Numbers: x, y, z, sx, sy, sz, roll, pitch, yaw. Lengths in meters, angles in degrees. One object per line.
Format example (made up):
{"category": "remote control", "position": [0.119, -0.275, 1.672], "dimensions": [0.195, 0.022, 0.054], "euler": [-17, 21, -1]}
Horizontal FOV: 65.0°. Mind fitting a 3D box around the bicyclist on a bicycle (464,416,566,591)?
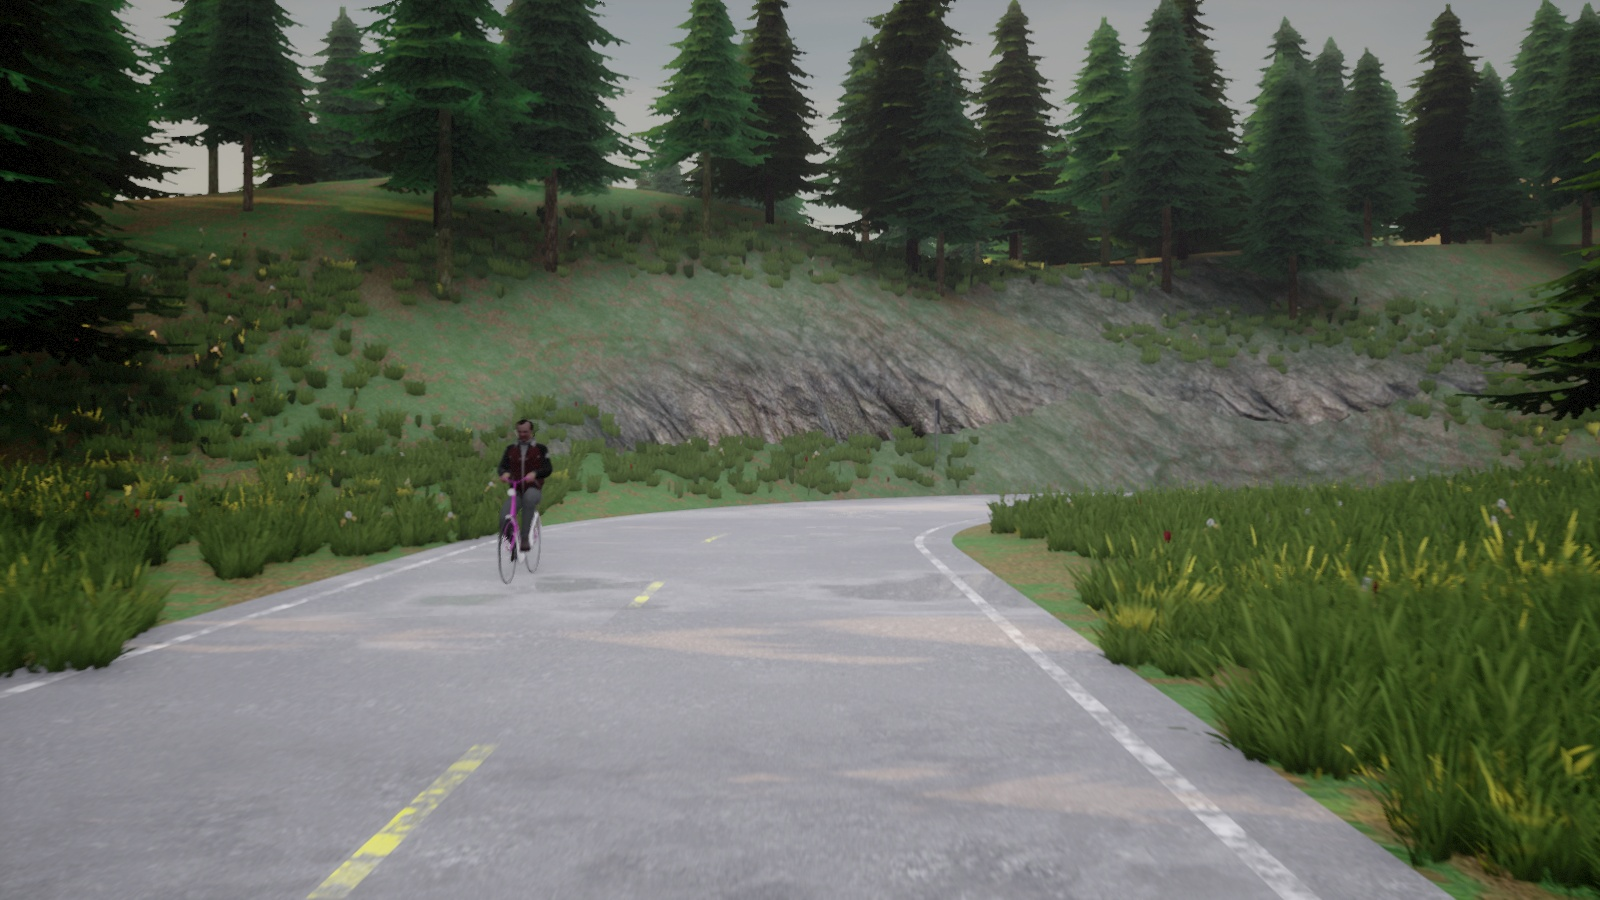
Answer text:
{"category": "bicyclist on a bicycle", "position": [-3.065, 0.537, 13.678], "dimensions": [0.659, 1.776, 1.843], "euler": [0, 0, 1]}
